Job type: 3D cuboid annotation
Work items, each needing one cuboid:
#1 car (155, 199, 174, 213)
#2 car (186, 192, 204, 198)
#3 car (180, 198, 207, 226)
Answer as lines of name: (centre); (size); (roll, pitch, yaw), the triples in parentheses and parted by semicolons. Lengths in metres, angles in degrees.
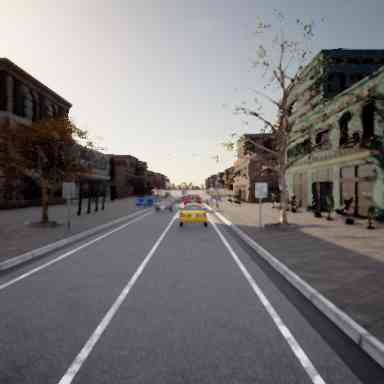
car: (-3.100, 1.516, 37.582); (2.128, 1.511, 4.902); (0, -1, 0)
car: (0.089, 1.305, 42.161); (2.150, 2.045, 5.566); (0, -1, 0)
car: (0.093, 1.457, 23.431); (1.801, 1.575, 5.366); (0, 0, 0)
